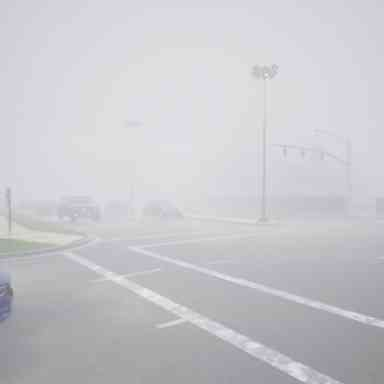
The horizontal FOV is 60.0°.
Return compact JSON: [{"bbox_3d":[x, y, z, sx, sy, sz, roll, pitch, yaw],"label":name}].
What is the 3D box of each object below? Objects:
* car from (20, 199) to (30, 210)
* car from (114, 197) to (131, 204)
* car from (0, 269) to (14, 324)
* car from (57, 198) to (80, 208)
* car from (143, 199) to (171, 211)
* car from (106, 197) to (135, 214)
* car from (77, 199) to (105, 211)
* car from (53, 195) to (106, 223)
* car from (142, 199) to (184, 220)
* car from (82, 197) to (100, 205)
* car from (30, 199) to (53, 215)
[{"bbox_3d":[-21.058,1.649,43.289,1.994,1.385,4.181,1,0,-36],"label":"car"},{"bbox_3d":[-15.320,1.881,73.061,1.994,1.385,4.181,1,0,-36],"label":"car"},{"bbox_3d":[-5.168,1.458,4.370,5.008,1.535,1.882,1,0,-35],"label":"car"},{"bbox_3d":[-20.040,1.710,53.868,2.033,1.411,5.357,1,0,-36],"label":"car"},{"bbox_3d":[-4.958,1.781,46.971,1.812,1.442,4.674,1,0,-36],"label":"car"},{"bbox_3d":[-8.109,1.657,37.394,2.128,1.511,4.902,1,0,-36],"label":"car"},{"bbox_3d":[-13.894,1.711,45.331,2.033,1.411,5.357,1,0,-35],"label":"car"},{"bbox_3d":[-9.284,1.310,27.151,2.150,2.045,5.566,1,0,-36],"label":"car"},{"bbox_3d":[-2.693,1.519,29.997,2.097,1.767,4.553,1,0,-36],"label":"car"},{"bbox_3d":[-20.932,1.775,68.878,2.128,1.511,4.902,1,0,-36],"label":"car"},{"bbox_3d":[-15.175,1.578,35.202,2.128,1.511,4.902,1,0,-36],"label":"car"}]
